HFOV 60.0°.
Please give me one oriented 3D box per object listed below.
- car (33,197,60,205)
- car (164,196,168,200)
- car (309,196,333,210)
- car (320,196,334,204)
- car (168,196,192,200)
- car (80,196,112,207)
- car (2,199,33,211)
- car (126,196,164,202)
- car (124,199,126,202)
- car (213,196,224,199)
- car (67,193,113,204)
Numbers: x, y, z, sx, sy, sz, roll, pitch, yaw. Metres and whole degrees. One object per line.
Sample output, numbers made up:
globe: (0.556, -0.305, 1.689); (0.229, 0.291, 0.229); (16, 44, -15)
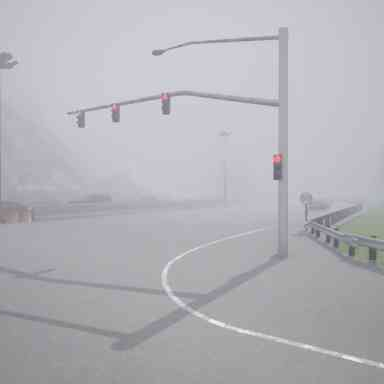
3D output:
car: (-19.907, 1.409, 44.062); (2.128, 1.511, 4.902); (0, 0, 33)
car: (-5.487, 1.461, 69.158); (2.033, 1.411, 5.357); (0, 0, 22)
car: (16.132, 1.551, 41.876); (1.994, 1.385, 4.181); (0, 0, 30)
car: (25.851, 1.533, 63.848); (2.033, 1.411, 5.357); (0, 0, 16)
car: (-1.404, 1.543, 53.967); (1.895, 1.301, 4.718); (0, 0, 30)
car: (-14.916, 1.445, 51.940); (1.812, 1.442, 4.674); (0, 0, 32)
car: (-16.988, 1.442, 29.141); (1.837, 1.490, 4.892); (0, 0, 33)
car: (-6.434, 1.293, 45.769); (2.097, 1.767, 4.553); (0, 0, 32)
car: (-10.058, 1.521, 59.864); (1.895, 1.301, 4.718); (0, 0, 29)
car: (5.634, 1.506, 69.341); (1.994, 1.385, 4.181); (0, 0, 18)
car: (-11.492, 1.161, 37.741); (2.150, 2.045, 5.566); (0, 0, 33)
